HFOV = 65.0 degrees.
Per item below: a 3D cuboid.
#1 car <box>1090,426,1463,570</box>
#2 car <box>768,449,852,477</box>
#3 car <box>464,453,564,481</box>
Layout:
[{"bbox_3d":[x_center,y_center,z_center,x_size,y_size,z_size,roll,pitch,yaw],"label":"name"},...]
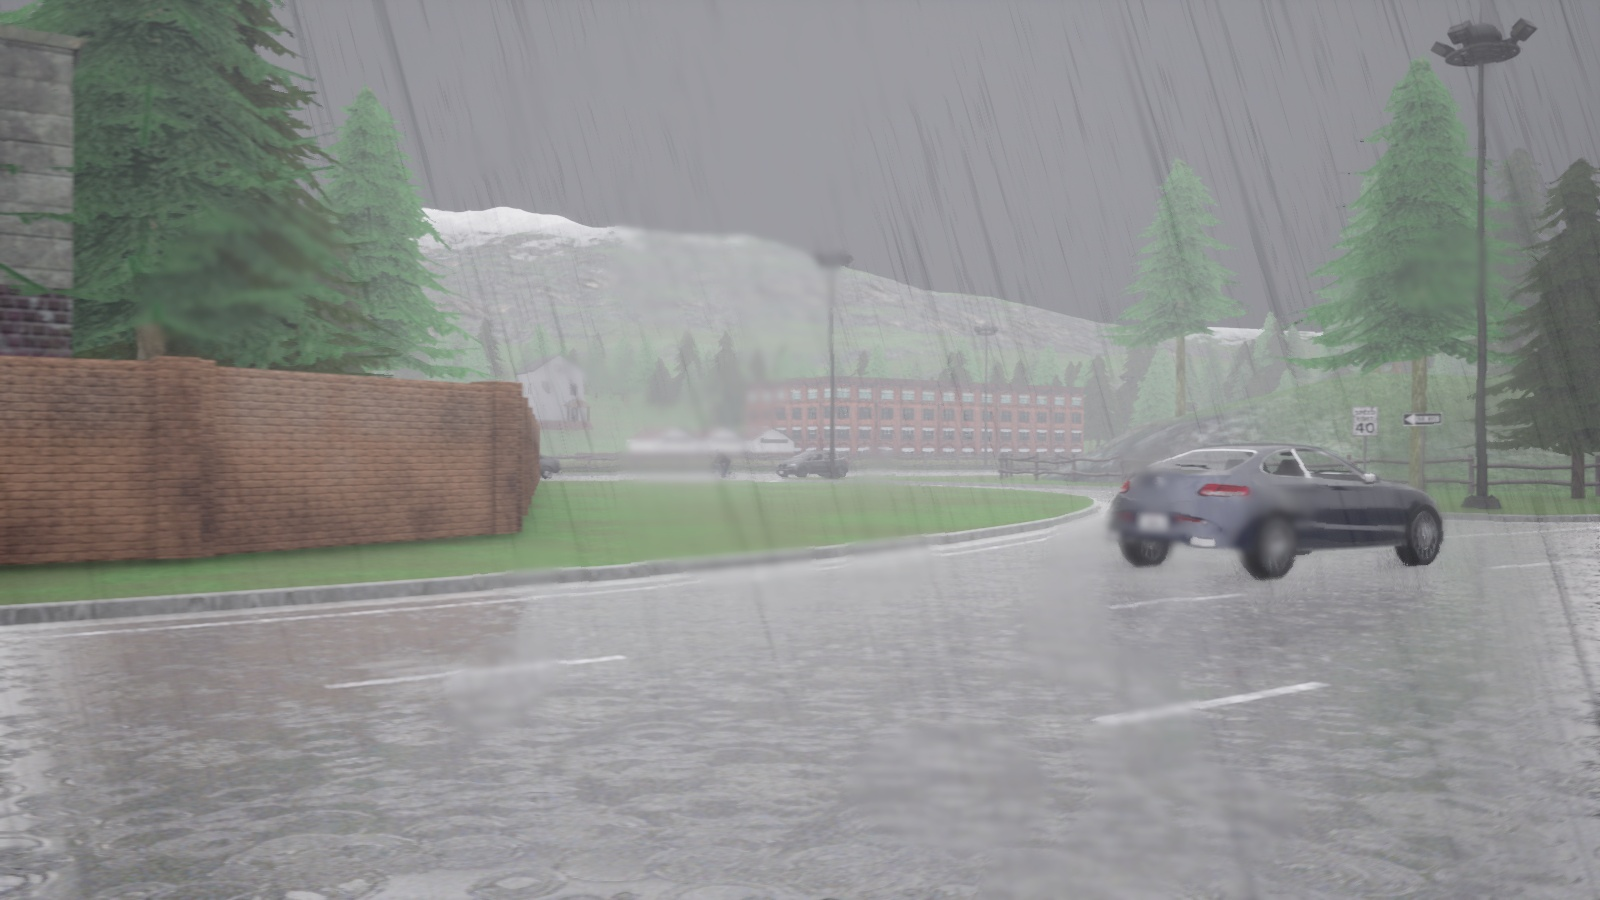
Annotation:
[{"bbox_3d":[6.391,0.551,16.638,5.027,1.651,2.152,0,0,-35],"label":"car"},{"bbox_3d":[0.626,0.774,76.112,4.611,1.667,2.242,0,0,-35],"label":"car"},{"bbox_3d":[-15.713,0.903,69.058,4.902,1.511,2.128,0,0,-35],"label":"car"}]
